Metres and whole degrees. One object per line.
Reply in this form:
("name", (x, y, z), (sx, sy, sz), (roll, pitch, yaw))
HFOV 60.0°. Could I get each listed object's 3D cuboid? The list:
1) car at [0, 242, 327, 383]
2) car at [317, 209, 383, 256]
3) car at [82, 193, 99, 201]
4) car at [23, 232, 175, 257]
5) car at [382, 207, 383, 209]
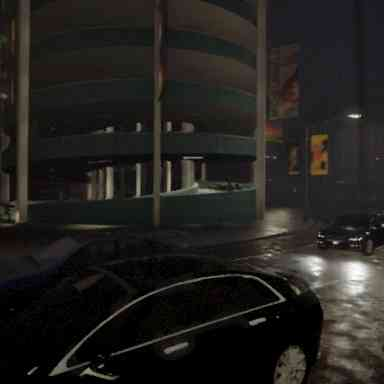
("car", (-0.585, 1.520, 3.529), (4.892, 1.490, 1.837), (1, -1, -35))
("car", (6.974, 1.638, 13.967), (1.837, 1.490, 4.892), (0, 0, 44))
("car", (-17.771, 1.215, 58.881), (2.435, 2.045, 5.566), (1, 0, -35))
("car", (-1.937, 1.570, 6.852), (5.357, 1.411, 2.033), (1, 0, -35))
("car", (22.863, 1.893, 36.734), (1.837, 1.490, 4.892), (1, -1, 2))
